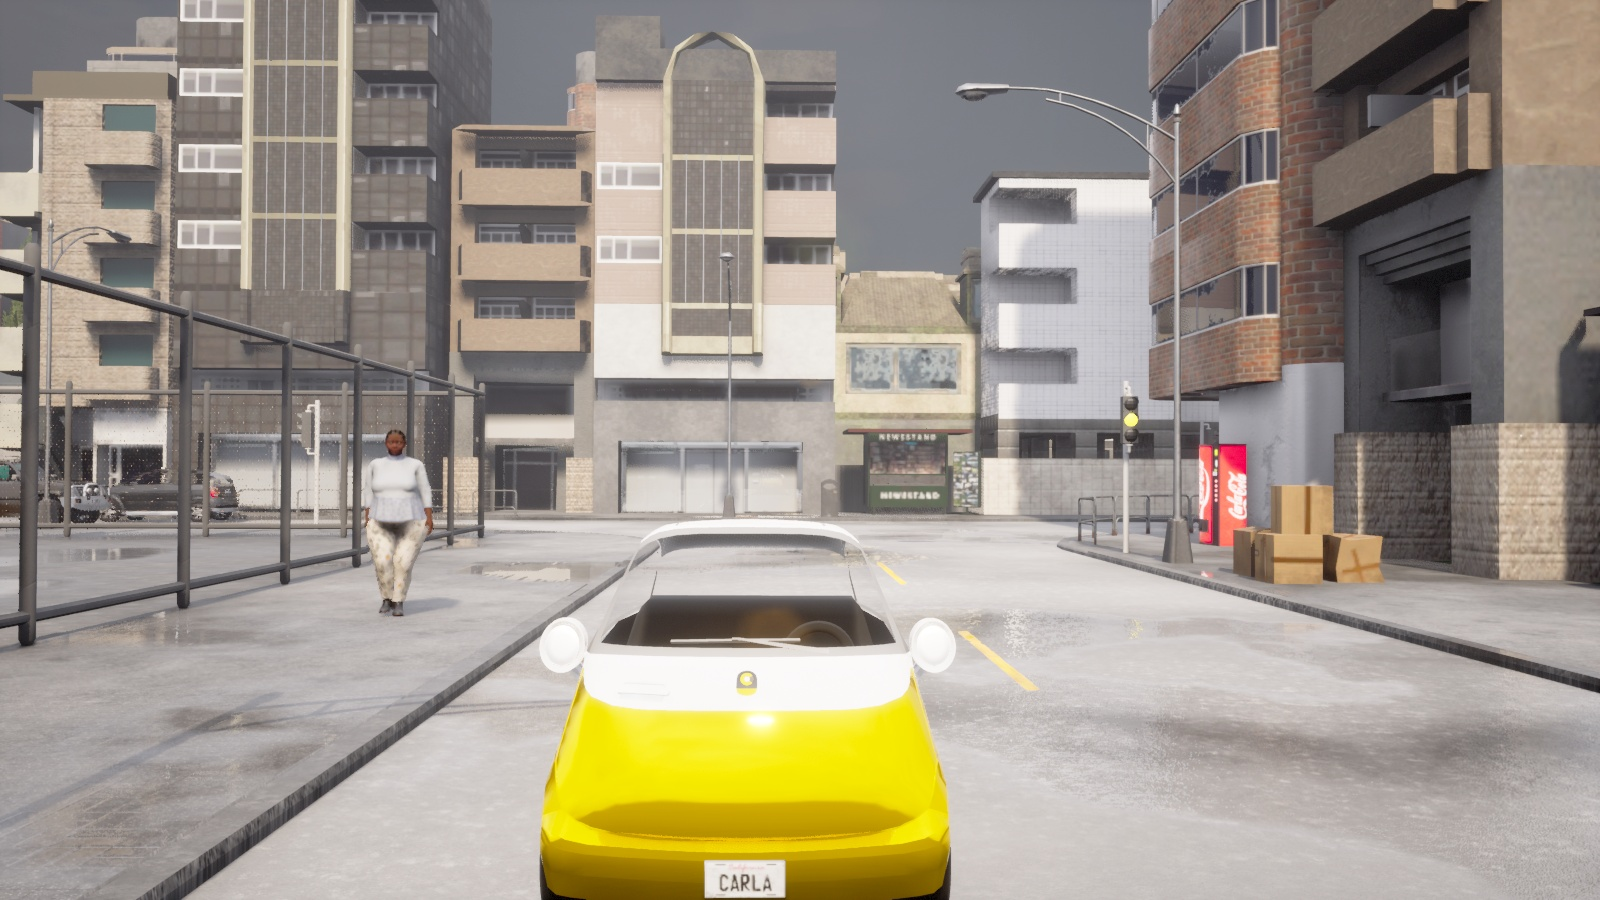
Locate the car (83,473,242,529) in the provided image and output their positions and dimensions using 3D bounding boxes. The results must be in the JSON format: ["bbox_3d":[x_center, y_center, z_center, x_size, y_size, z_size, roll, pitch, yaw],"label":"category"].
[{"bbox_3d":[-18.530,1.477,36.621,3.705,1.549,1.789,-1,-1,-2],"label":"car"}]

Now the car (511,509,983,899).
[{"bbox_3d":[-0.190,0.955,5.061,1.481,1.376,2.207,0,-1,-1],"label":"car"}]

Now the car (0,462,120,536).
[{"bbox_3d":[-20.481,1.259,32.573,4.605,1.855,1.932,0,-1,-1],"label":"car"}]

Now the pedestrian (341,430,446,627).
[{"bbox_3d":[-3.990,0.748,12.405,0.874,1.855,0.900,0,-1,-11],"label":"pedestrian"}]
